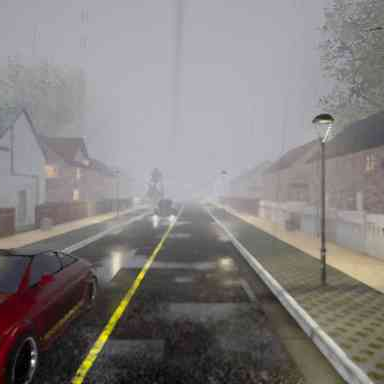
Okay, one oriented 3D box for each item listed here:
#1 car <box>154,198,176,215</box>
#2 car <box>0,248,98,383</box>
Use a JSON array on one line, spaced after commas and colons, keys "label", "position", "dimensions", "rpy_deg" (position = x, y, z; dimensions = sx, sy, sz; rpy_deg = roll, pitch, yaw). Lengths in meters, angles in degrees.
[{"label": "car", "position": [-2.771, 1.466, 35.233], "dimensions": [2.097, 1.767, 4.553], "rpy_deg": [0, 0, 0]}, {"label": "car", "position": [-2.849, 1.581, 4.954], "dimensions": [1.994, 1.385, 4.181], "rpy_deg": [0, 0, 0]}]
